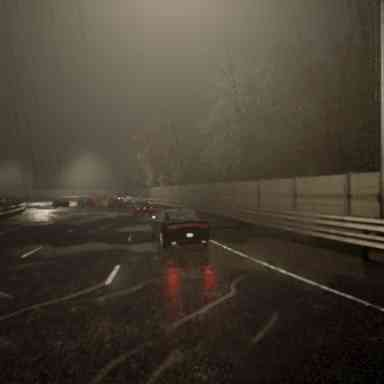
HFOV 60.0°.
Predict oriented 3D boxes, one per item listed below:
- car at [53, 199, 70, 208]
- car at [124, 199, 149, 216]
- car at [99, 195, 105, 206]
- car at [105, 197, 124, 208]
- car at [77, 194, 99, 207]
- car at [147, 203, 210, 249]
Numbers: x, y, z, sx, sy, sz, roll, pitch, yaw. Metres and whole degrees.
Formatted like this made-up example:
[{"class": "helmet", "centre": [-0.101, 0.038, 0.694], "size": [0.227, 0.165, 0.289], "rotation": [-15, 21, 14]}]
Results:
[{"class": "car", "centre": [-19.447, 1.676, 49.317], "size": [1.895, 1.301, 4.718], "rotation": [0, 0, -29]}, {"class": "car", "centre": [-5.039, 1.547, 32.617], "size": [2.033, 1.411, 5.357], "rotation": [0, 0, -17]}, {"class": "car", "centre": [-12.782, 1.508, 51.886], "size": [1.882, 1.535, 5.008], "rotation": [0, 0, -30]}, {"class": "car", "centre": [-10.803, 1.587, 47.591], "size": [1.994, 1.385, 4.181], "rotation": [0, 0, -23]}, {"class": "car", "centre": [-16.206, 1.545, 50.693], "size": [2.128, 1.511, 4.902], "rotation": [0, 0, -30]}, {"class": "car", "centre": [-0.669, 1.467, 14.805], "size": [1.882, 1.535, 5.008], "rotation": [-1, 0, -14]}]
